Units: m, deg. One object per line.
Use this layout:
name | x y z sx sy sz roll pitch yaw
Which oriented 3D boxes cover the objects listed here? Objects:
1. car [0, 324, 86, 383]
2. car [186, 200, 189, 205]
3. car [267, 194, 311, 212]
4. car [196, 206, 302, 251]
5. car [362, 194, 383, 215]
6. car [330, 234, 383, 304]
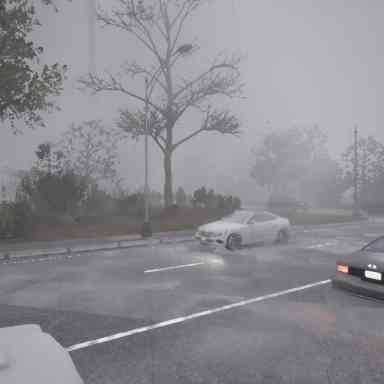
car | -2.907 1.601 1.635 4.718 1.301 1.895 0 0 -36
car | -0.402 1.735 62.934 2.033 1.411 5.357 0 -1 -23
car | 11.245 1.229 38.887 2.150 2.045 5.566 0 0 -29
car | 2.343 1.525 14.214 4.674 1.442 1.812 0 0 -35
car | 19.328 1.224 31.980 2.150 2.045 5.566 0 0 -33
car | 5.337 1.547 7.427 5.357 1.411 2.033 0 0 -34
